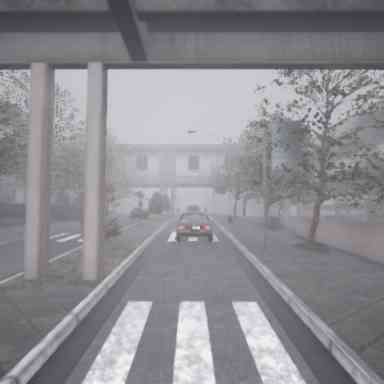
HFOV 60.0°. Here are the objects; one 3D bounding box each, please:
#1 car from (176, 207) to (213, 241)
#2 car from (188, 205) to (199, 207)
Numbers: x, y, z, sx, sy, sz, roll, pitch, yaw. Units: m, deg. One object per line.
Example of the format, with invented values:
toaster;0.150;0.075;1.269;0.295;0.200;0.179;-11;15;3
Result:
car;0.111;1.744;17.852;2.033;1.411;5.357;0;-1;0
car;0.132;2.386;41.951;1.837;1.490;4.892;0;-2;0
